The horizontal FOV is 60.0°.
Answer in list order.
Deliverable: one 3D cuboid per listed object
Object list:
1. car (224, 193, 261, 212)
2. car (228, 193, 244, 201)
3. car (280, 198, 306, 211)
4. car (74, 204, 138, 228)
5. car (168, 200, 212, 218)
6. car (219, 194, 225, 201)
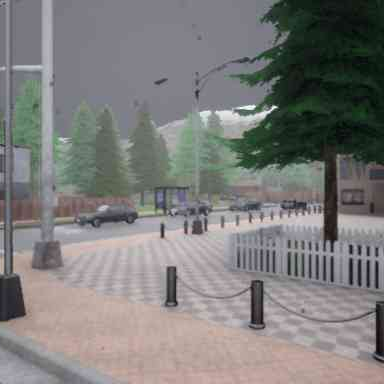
[{"bbox_3d":[6.096,1.365,38.318,2.097,1.767,4.553,0,0,38],"label":"car"},{"bbox_3d":[10.552,1.206,79.670,1.932,1.855,4.605,0,0,36],"label":"car"},{"bbox_3d":[12.442,1.498,40.610,2.128,1.511,4.902,0,0,37],"label":"car"},{"bbox_3d":[-5.735,1.540,22.744,1.812,1.442,4.674,0,0,37],"label":"car"},{"bbox_3d":[-0.111,1.505,30.179,2.128,1.511,4.902,0,0,37],"label":"car"},{"bbox_3d":[8.287,1.212,80.829,1.905,1.878,3.866,0,0,36],"label":"car"}]
